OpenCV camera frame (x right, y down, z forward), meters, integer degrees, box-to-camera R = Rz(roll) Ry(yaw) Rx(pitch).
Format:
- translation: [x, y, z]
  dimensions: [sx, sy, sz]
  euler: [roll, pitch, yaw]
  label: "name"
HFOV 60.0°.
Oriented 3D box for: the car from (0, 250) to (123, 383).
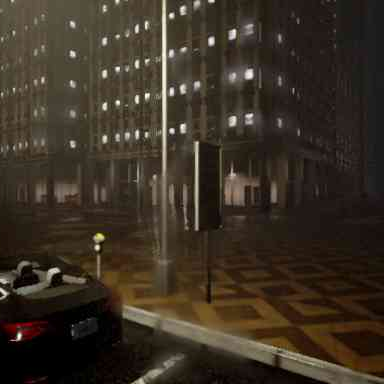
- translation: [-2.894, 1.559, 4.937]
  dimensions: [4.313, 1.339, 1.947]
  euler: [0, 0, 35]
  label: "car"
